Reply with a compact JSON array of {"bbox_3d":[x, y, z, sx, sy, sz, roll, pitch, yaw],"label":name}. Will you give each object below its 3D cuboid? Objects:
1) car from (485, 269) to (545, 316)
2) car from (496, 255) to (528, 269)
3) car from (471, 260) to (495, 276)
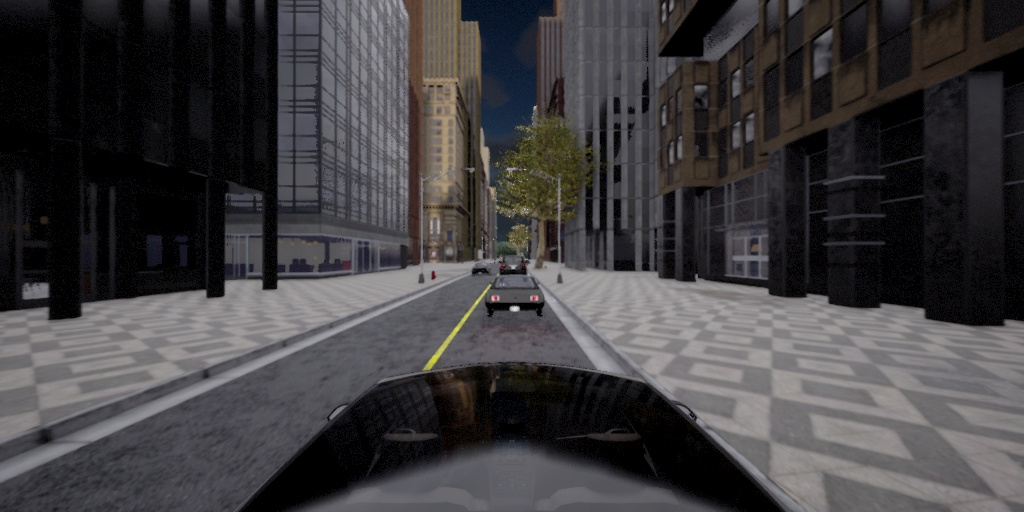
[{"bbox_3d":[0.094,1.338,13.299,1.895,1.301,4.718,0,0,0],"label":"car"},{"bbox_3d":[0.100,0.960,29.234,2.150,2.045,5.566,0,0,0],"label":"car"},{"bbox_3d":[-3.089,1.345,36.897,1.895,1.301,4.718,0,0,0],"label":"car"}]
